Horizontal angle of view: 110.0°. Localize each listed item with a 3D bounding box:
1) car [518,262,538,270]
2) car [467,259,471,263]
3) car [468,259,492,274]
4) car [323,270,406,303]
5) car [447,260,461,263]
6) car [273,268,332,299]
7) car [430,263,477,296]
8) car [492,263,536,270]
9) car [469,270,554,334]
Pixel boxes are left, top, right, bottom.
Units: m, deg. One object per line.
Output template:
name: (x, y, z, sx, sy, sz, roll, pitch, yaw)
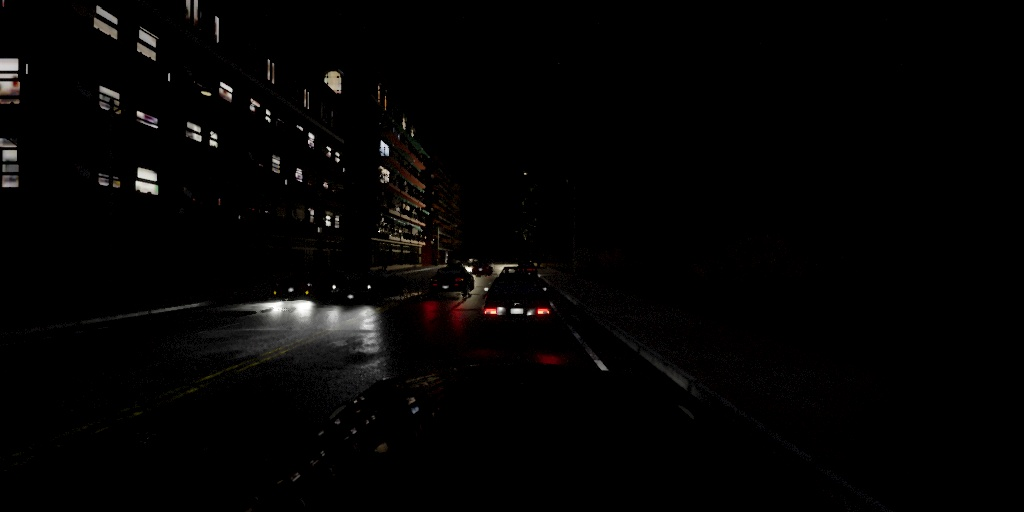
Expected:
car: (1.157, 1.259, 30.756, 1.837, 1.490, 4.892, 0, 0, 0)
car: (-6.537, 1.244, 60.641, 2.128, 1.511, 4.902, 0, 0, 0)
car: (-3.126, 1.318, 37.800, 1.994, 1.385, 4.181, 0, 0, 0)
car: (-6.589, 1.353, 16.860, 1.895, 1.301, 4.718, 0, 0, 0)
car: (-9.782, 1.299, 60.833, 2.033, 1.411, 5.357, 0, 0, 0)
car: (-9.840, 1.316, 17.944, 1.994, 1.385, 4.181, 0, 0, 0)
car: (-3.141, 1.278, 19.255, 1.812, 1.442, 4.674, 0, 0, 0)
car: (0.112, 1.300, 20.988, 2.033, 1.411, 5.357, 0, 0, 0)
car: (0.107, 1.299, 10.627, 2.033, 1.411, 5.357, 0, 0, 0)
